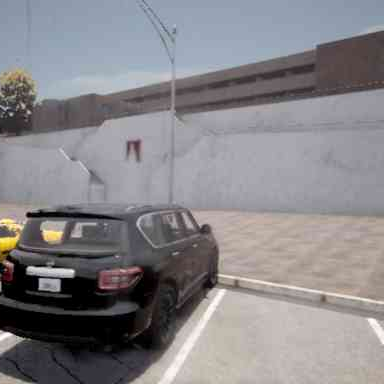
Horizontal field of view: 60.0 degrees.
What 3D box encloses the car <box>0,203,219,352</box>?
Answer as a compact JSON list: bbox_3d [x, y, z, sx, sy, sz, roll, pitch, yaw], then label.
[{"bbox_3d":[-0.972,1.232,6.527,2.435,2.045,5.566,0,-1,16],"label":"car"}]
